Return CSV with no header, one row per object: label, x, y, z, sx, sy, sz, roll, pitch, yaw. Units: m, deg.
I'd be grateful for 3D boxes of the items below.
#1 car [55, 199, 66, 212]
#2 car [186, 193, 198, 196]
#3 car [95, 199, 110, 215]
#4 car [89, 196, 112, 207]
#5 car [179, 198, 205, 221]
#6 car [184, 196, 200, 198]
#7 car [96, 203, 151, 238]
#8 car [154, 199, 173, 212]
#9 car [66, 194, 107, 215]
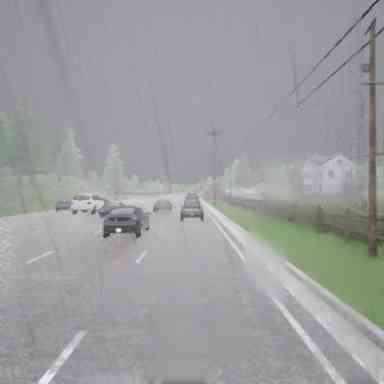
car,-13.982,1.486,38.061,2.128,1.511,4.902,0,0,0
car,0.019,1.215,48.556,2.150,2.045,5.566,0,0,0
car,-6.894,1.596,29.917,1.895,1.301,4.718,0,0,0
car,-13.955,1.485,51.176,2.128,1.511,4.902,0,0,1
car,0.006,1.486,26.847,2.128,1.511,4.902,0,0,0
car,0.008,1.498,37.278,1.837,1.490,4.892,0,0,0
car,-3.397,1.503,17.814,1.837,1.490,4.892,0,0,0
car,-3.390,1.557,39.383,1.994,1.385,4.181,0,0,0
car,-10.394,1.215,33.633,2.150,2.045,5.566,0,0,0
